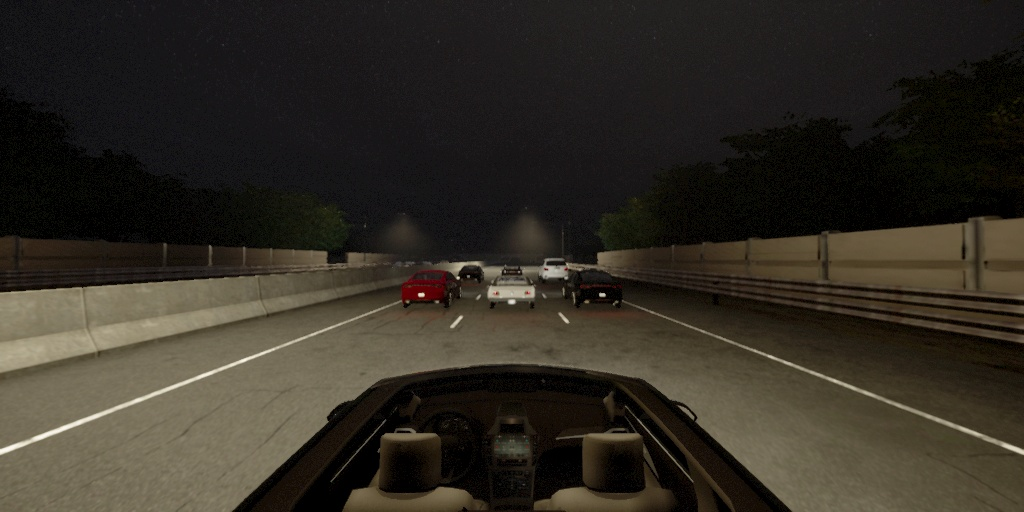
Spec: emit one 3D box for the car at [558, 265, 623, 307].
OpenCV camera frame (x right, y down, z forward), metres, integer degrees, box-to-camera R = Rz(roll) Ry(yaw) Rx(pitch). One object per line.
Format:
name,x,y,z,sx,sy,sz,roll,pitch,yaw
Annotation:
car,3.504,1.364,16.324,1.882,1.535,5.008,0,0,0

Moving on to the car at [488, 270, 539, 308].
car,0.001,1.483,15.948,1.895,1.301,4.718,0,0,0

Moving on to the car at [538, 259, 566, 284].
car,3.500,1.237,30.870,2.150,2.045,5.566,0,0,0

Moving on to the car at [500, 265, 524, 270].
car,0.002,1.516,31.146,2.128,1.511,4.902,0,0,0

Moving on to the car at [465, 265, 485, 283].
car,-3.497,1.503,31.334,1.882,1.535,5.008,0,0,0

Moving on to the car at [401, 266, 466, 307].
car,-3.496,1.364,16.329,1.882,1.535,5.008,0,0,0
